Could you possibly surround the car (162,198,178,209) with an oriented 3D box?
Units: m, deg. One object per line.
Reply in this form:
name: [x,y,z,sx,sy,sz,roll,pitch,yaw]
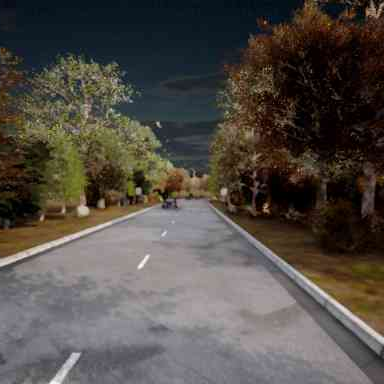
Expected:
car: [-3.002,1.578,45.911,1.994,1.385,4.181,0,0,1]
